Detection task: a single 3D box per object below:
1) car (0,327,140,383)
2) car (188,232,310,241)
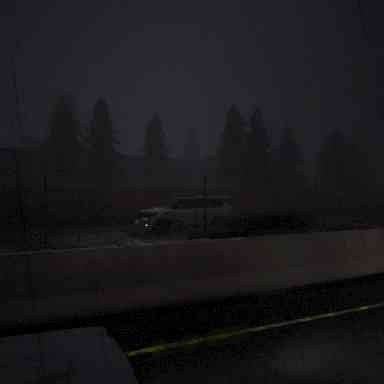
[{"bbox_3d":[-2.559,1.601,1.860,4.718,1.301,1.895,0,0,-24],"label":"car"},{"bbox_3d":[2.147,1.504,11.873,4.892,1.490,1.837,0,0,-25],"label":"car"}]
